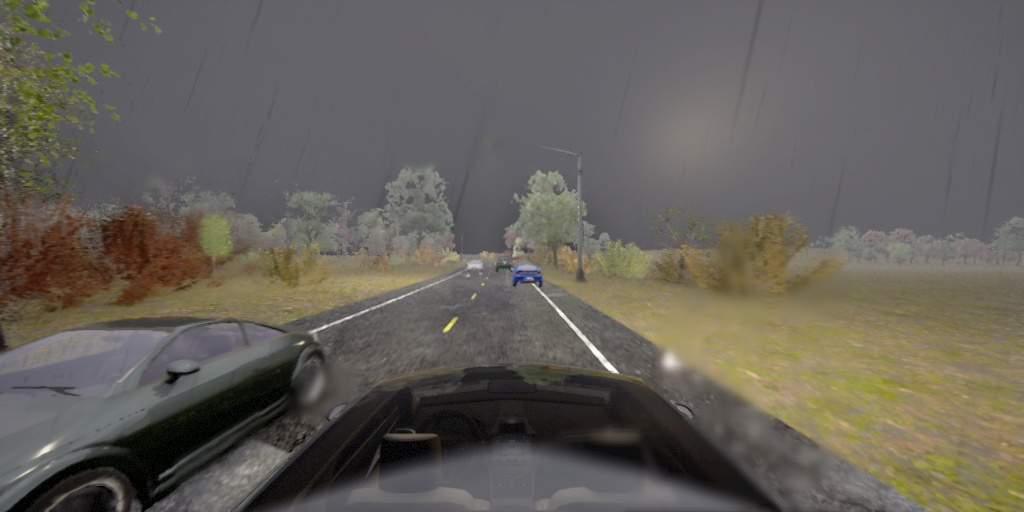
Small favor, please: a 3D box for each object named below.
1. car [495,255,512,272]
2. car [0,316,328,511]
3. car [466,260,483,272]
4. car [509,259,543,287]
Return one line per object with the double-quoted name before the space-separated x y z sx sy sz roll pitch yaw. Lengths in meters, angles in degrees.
"car" -0.965 0.931 45.251 2.150 2.045 5.566 0 0 -3
"car" -3.612 1.320 3.392 1.994 1.385 4.181 0 0 0
"car" -4.570 1.241 44.772 1.812 1.442 4.674 0 0 -2
"car" 0.960 1.208 24.463 1.882 1.535 5.008 0 0 -1
